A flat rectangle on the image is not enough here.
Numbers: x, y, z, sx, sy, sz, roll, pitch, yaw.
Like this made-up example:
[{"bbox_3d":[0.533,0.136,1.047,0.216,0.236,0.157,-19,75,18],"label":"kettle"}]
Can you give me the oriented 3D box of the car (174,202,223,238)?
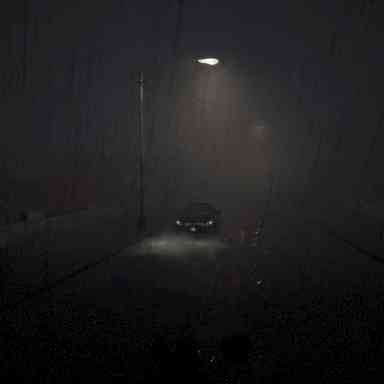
[{"bbox_3d":[0.440,1.215,16.012,1.812,1.442,4.674,0,1,10],"label":"car"}]
